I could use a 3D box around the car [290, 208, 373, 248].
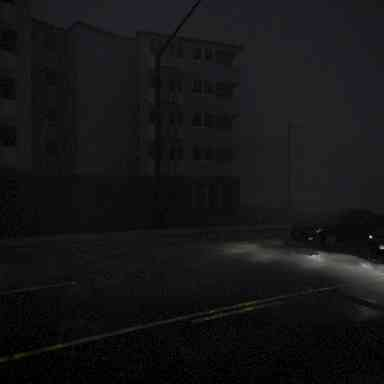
[{"bbox_3d":[6.709,1.477,14.711,5.008,1.535,1.882,0,0,-20],"label":"car"}]

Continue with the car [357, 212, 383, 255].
[{"bbox_3d":[8.374,1.525,11.602,4.674,1.442,1.812,0,0,-20],"label":"car"}]
